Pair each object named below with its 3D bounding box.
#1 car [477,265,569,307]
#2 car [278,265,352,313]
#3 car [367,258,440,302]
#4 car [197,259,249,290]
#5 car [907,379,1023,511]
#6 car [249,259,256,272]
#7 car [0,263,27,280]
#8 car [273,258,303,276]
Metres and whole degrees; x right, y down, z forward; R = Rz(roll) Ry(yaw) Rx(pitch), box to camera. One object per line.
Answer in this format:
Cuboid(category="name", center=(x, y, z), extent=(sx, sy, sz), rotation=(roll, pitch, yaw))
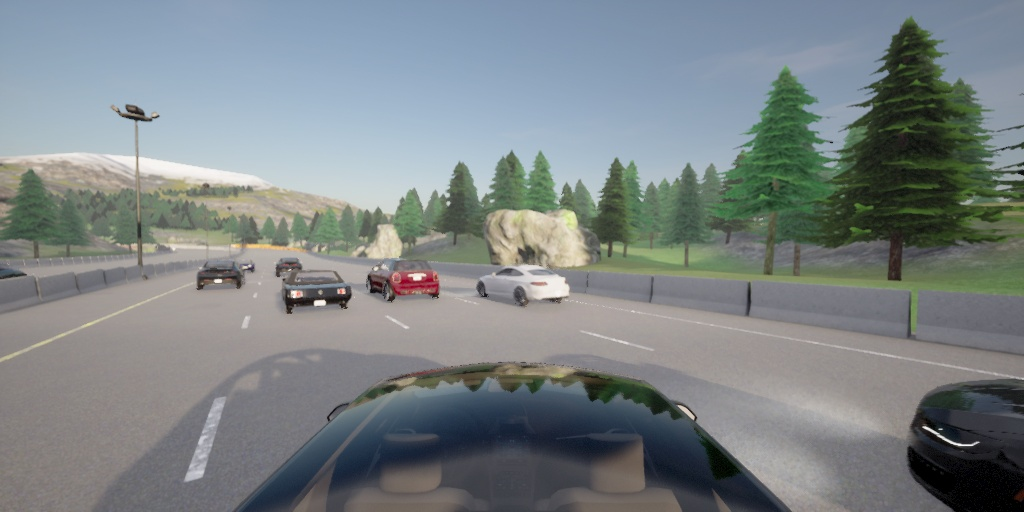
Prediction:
Cuboid(category="car", center=(0.312, 1.069, 14.368), extent=(1.812, 1.442, 4.674), rotation=(0, 1, -34))
Cuboid(category="car", center=(-7.263, 1.155, 13.087), extent=(1.895, 1.301, 4.718), rotation=(0, 1, -34))
Cuboid(category="car", center=(-4.915, 0.871, 15.863), extent=(2.097, 1.767, 4.553), rotation=(0, 1, -34))
Cuboid(category="car", center=(-16.261, 0.984, 20.186), extent=(1.837, 1.490, 4.892), rotation=(0, 1, -34))
Cuboid(category="car", center=(4.958, 1.281, 1.198), extent=(1.837, 1.490, 4.892), rotation=(0, 1, -34))
Cuboid(category="car", center=(-26.282, 0.961, 35.077), extent=(1.895, 1.301, 4.718), rotation=(0, 1, -34))
Cuboid(category="car", center=(-28.503, 1.076, 19.232), extent=(1.994, 1.385, 4.181), rotation=(0, 1, -34))
Cuboid(category="car", center=(-18.999, 0.889, 30.522), extent=(1.837, 1.490, 4.892), rotation=(0, 0, -34))
